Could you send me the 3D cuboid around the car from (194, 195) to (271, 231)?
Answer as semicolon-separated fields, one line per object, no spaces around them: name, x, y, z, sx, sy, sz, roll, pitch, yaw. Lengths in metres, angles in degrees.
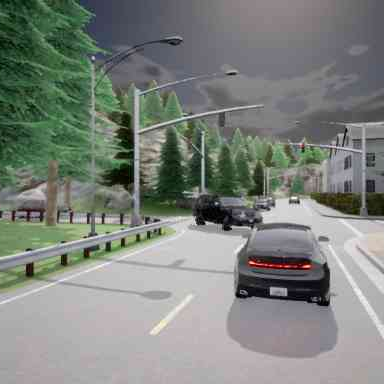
car;2.098;1.230;20.669;2.150;2.045;5.566;2;-1;-25

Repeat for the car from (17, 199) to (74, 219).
car;-12.270;1.369;27.982;4.553;1.767;2.097;0;0;17

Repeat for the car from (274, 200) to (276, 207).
car;11.641;1.564;50.614;1.994;1.385;4.181;0;0;17

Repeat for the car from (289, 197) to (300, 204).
car;19.234;1.564;62.531;1.994;1.385;4.181;0;0;17

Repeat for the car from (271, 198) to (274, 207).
car;8.644;1.564;41.073;1.994;1.385;4.181;0;0;17

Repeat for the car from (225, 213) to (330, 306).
car;2.237;1.505;8.165;1.837;1.490;4.892;0;0;17
